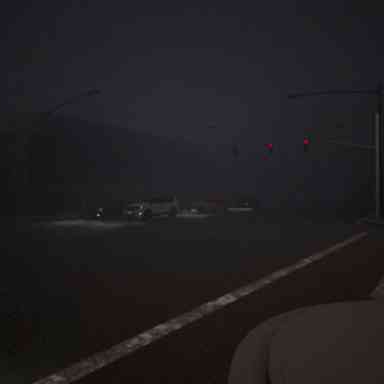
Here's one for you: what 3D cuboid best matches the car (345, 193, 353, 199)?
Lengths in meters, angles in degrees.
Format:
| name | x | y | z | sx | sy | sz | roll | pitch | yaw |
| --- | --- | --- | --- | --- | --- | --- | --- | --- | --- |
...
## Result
| name | x | y | z | sx | sy | sz | roll | pitch | yaw |
| --- | --- | --- | --- | --- | --- | --- | --- | --- | --- |
| car | 32.383 | 0.839 | 67.554 | 1.994 | 1.385 | 4.181 | 0 | -1 | 35 |

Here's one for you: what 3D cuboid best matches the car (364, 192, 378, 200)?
| name | x | y | z | sx | sy | sz | roll | pitch | yaw |
| --- | --- | --- | --- | --- | --- | --- | --- | --- | --- |
| car | 35.310 | 0.766 | 65.633 | 1.837 | 1.490 | 4.892 | 0 | -1 | 35 |

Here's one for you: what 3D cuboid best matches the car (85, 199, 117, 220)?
| name | x | y | z | sx | sy | sz | roll | pitch | yaw |
| --- | --- | --- | --- | --- | --- | --- | --- | --- | --- |
| car | -7.151 | 1.445 | 29.454 | 2.097 | 1.767 | 4.553 | -1 | 0 | 35 |

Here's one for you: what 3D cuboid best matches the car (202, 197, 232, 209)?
| name | x | y | z | sx | sy | sz | roll | pitch | yaw |
| --- | --- | --- | --- | --- | --- | --- | --- | --- | --- |
| car | 3.448 | 1.455 | 44.618 | 1.895 | 1.301 | 4.718 | 0 | 1 | 35 |

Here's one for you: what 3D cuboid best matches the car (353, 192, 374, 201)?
| name | x | y | z | sx | sy | sz | roll | pitch | yaw |
| --- | --- | --- | --- | --- | --- | --- | --- | --- | --- |
| car | 29.592 | 0.762 | 57.274 | 1.812 | 1.442 | 4.674 | 0 | 0 | 35 |

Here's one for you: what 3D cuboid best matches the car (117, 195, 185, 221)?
| name | x | y | z | sx | sy | sz | roll | pitch | yaw |
| --- | --- | --- | --- | --- | --- | --- | --- | --- | --- |
| car | -3.387 | 1.284 | 28.734 | 2.150 | 2.045 | 5.566 | 0 | 0 | 35 |

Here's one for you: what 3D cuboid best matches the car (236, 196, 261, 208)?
| name | x | y | z | sx | sy | sz | roll | pitch | yaw |
| --- | --- | --- | --- | --- | --- | --- | --- | --- | --- |
| car | 7.696 | 1.278 | 44.587 | 1.837 | 1.490 | 4.892 | 0 | 1 | 35 |

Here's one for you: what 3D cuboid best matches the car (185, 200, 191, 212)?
| name | x | y | z | sx | sy | sz | roll | pitch | yaw |
| --- | --- | --- | --- | --- | --- | --- | --- | --- | --- |
| car | -1.871 | 1.506 | 37.008 | 1.882 | 1.535 | 5.008 | 0 | 1 | 35 |

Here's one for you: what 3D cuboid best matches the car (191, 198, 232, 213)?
| name | x | y | z | sx | sy | sz | roll | pitch | yaw |
| --- | --- | --- | --- | --- | --- | --- | --- | --- | --- |
| car | 2.340 | 1.444 | 36.922 | 1.882 | 1.535 | 5.008 | 0 | 1 | 35 |
